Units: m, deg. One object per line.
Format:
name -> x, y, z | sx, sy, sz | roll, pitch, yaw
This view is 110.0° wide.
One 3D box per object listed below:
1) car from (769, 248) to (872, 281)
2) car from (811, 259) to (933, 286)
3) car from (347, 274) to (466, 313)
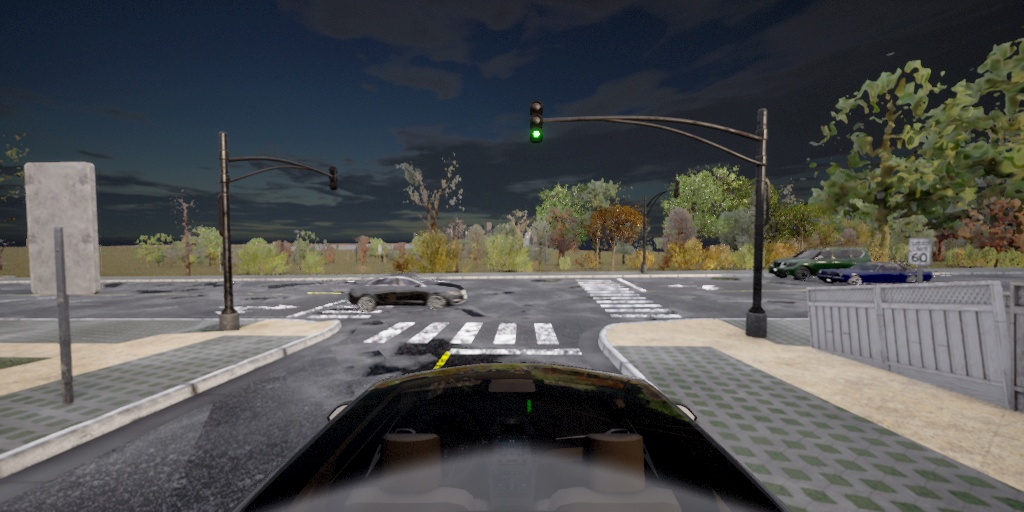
car -> 20.065, 0.514, 23.352 | 5.566, 2.045, 2.150 | -1, 2, 4
car -> 20.114, 1.024, 20.109 | 4.718, 1.301, 1.895 | -1, 2, 4
car -> -4.420, 1.507, 15.242 | 4.902, 1.511, 2.128 | -1, 1, 4
